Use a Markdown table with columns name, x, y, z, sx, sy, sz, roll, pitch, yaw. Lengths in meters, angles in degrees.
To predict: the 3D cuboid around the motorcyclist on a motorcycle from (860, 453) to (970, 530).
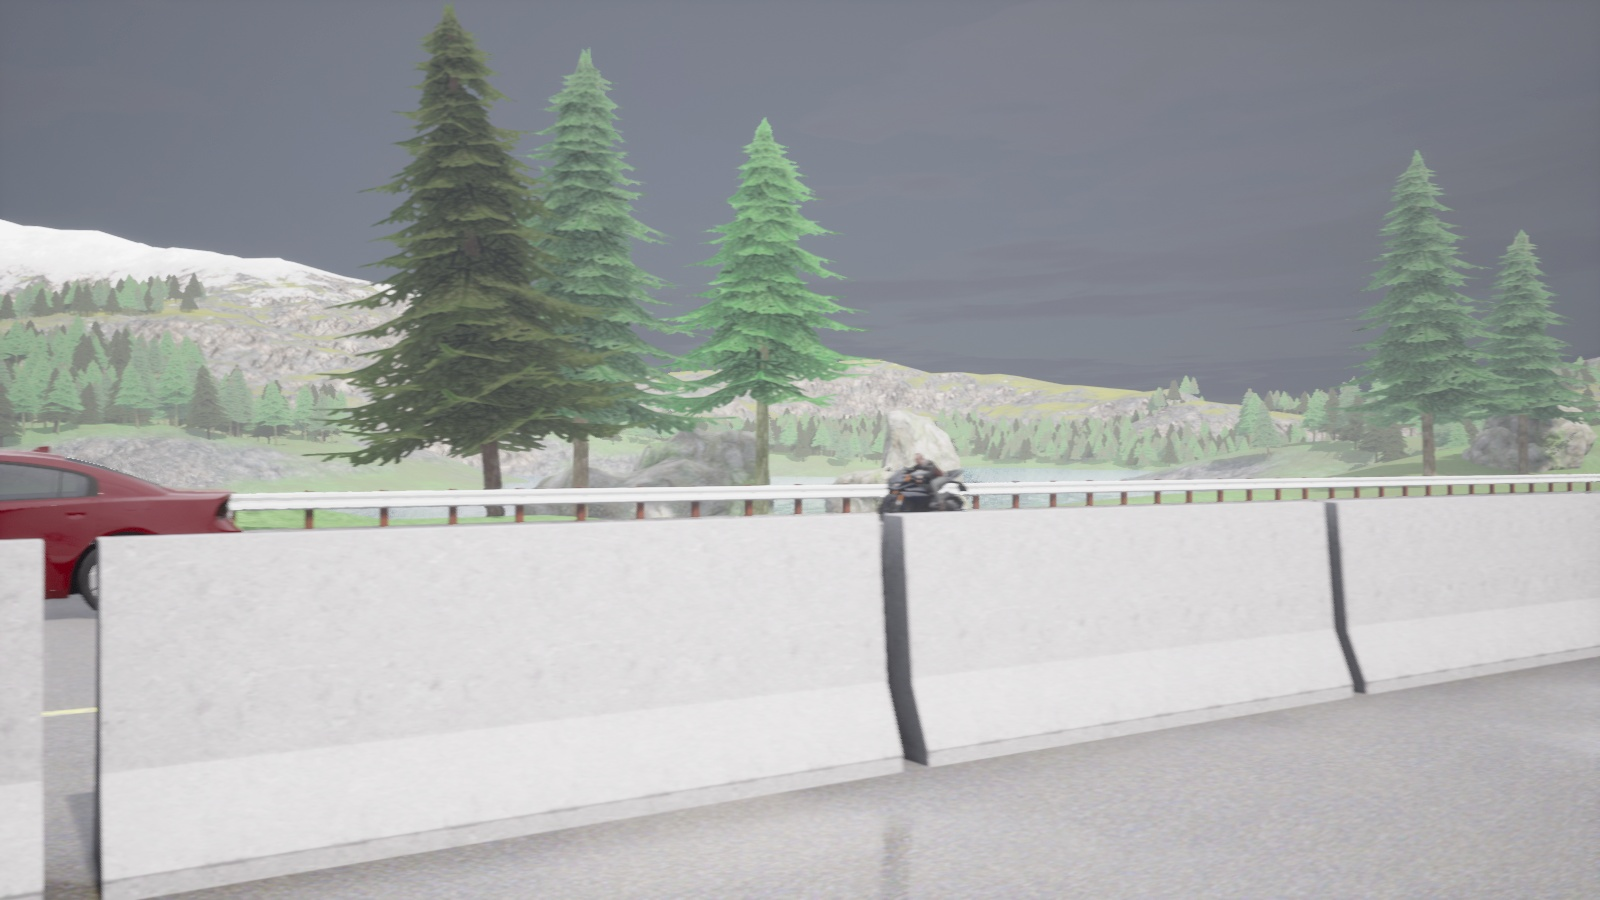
| name | x | y | z | sx | sy | sz | roll | pitch | yaw |
| --- | --- | --- | --- | --- | --- | --- | --- | --- | --- |
| motorcyclist on a motorcycle | 2.397 | 0.830 | 25.964 | 2.191 | 1.530 | 0.866 | 0 | 0 | -33 |

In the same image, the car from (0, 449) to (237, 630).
| name | x | y | z | sx | sy | sz | roll | pitch | yaw |
| --- | --- | --- | --- | --- | --- | --- | --- | --- | --- |
| car | -7.825 | 0.760 | 11.059 | 5.008 | 1.535 | 1.882 | 0 | 0 | -33 |
